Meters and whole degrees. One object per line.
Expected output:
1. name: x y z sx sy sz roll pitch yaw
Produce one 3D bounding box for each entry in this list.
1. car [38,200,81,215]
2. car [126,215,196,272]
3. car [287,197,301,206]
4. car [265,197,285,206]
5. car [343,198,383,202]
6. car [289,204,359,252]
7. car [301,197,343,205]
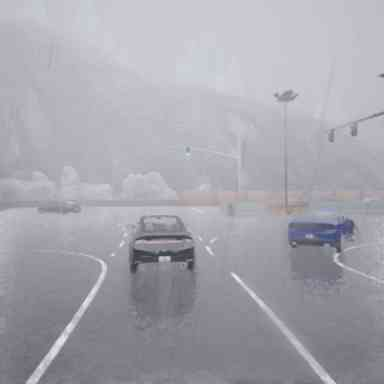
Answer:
1. car: -13.267 1.530 33.368 4.674 1.442 1.812 0 -1 27
2. car: -1.089 1.492 10.877 2.128 1.511 4.902 0 0 -9
3. car: 16.077 1.456 46.327 4.674 1.442 1.812 0 0 -8
4. car: 13.337 1.412 49.496 5.008 1.535 1.882 0 0 -7
5. car: 21.130 1.451 39.943 4.674 1.442 1.812 0 0 -7
6. car: 5.662 1.458 14.137 1.882 1.535 5.008 -2 -1 34
7. car: 17.260 1.422 42.960 4.902 1.511 2.128 0 0 -8
